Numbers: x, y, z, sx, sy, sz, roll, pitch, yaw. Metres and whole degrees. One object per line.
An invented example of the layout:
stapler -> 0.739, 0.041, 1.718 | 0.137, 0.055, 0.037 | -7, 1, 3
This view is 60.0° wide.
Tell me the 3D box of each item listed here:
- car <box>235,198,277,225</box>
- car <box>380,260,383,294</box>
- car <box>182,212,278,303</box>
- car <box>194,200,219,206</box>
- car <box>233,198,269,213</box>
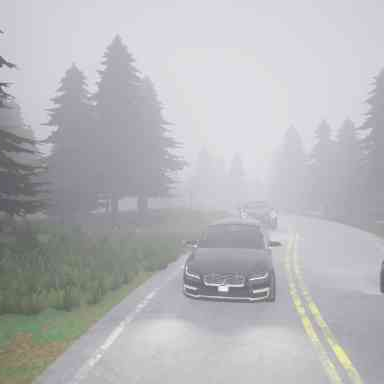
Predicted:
car -> 3.870, 1.270, 20.364 | 2.097, 1.767, 4.553 | -1, 0, 5
car -> 4.492, 1.308, 4.642 | 2.097, 1.767, 4.553 | -1, 0, 8
car -> 1.088, 1.496, 8.411 | 1.837, 1.490, 4.892 | -1, 0, 12
car -> 1.905, 1.799, 44.859 | 1.812, 1.442, 4.674 | 3, -5, -35
car -> 6.192, 1.410, 35.735 | 1.837, 1.490, 4.892 | 2, -1, -16
